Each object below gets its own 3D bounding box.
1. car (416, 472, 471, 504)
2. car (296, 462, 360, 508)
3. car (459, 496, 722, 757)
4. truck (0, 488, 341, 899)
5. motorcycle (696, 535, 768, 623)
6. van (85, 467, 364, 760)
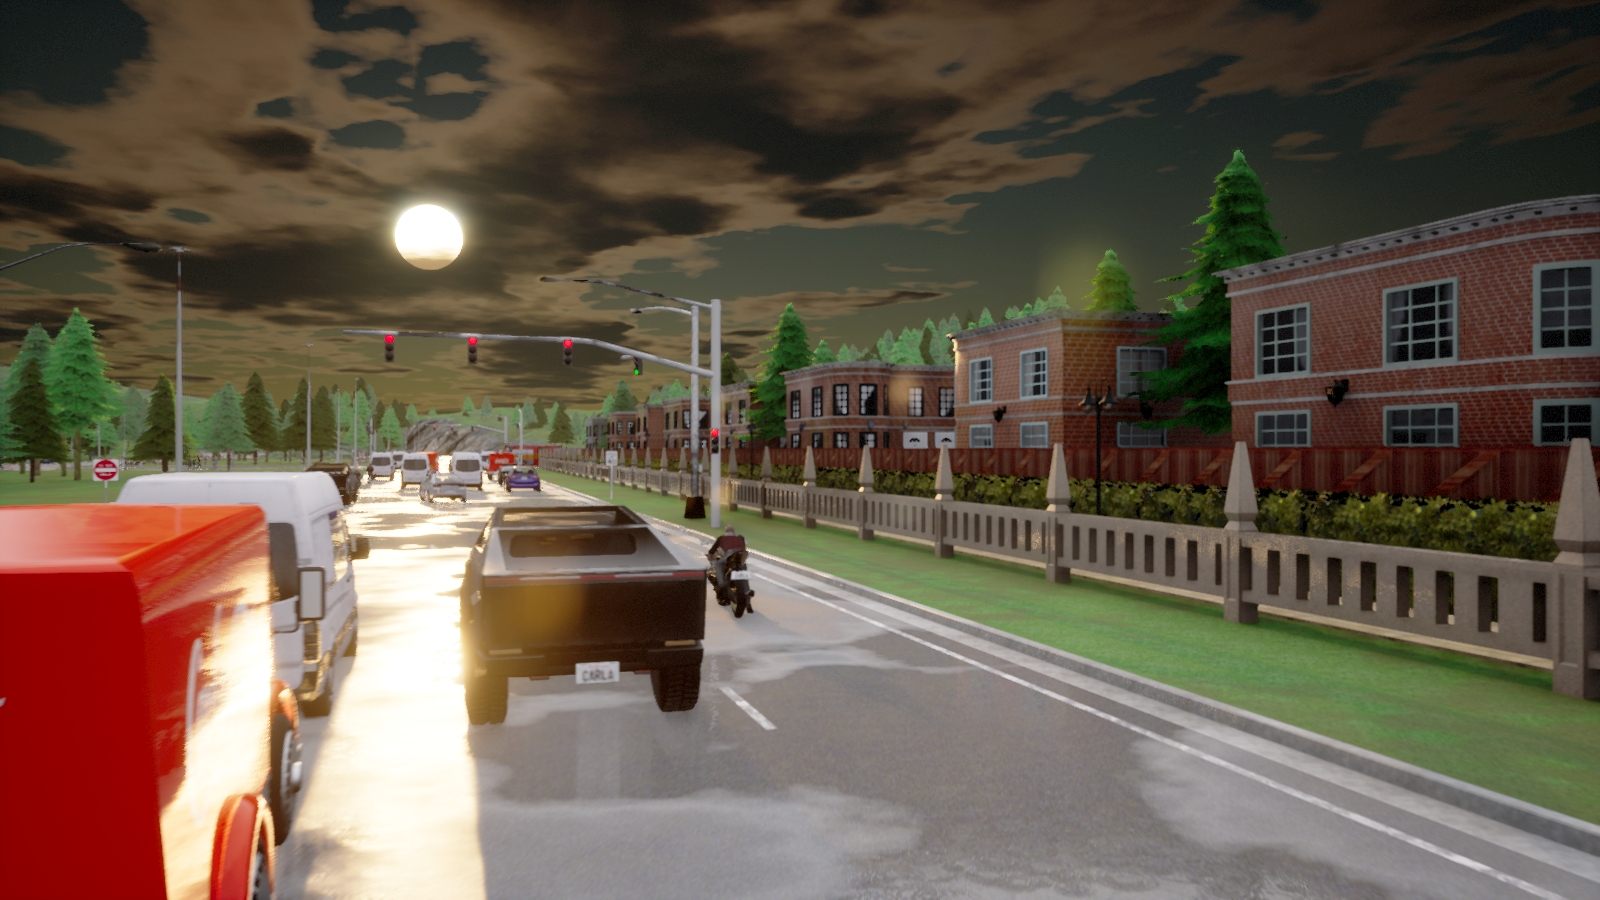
[{"bbox_3d":[-19.092,1.999,61.041,2.097,1.535,5.006,0,0,-26],"label":"car"},{"bbox_3d":[-23.772,1.720,57.778,2.390,2.098,6.274,0,0,-17],"label":"car"},{"bbox_3d":[-2.826,1.746,13.756,2.390,2.098,6.274,0,0,-17],"label":"car"},{"bbox_3d":[-4.218,1.571,6.425,2.627,2.467,5.204,0,1,-17],"label":"truck"},{"bbox_3d":[-1.214,2.193,19.833,0.867,1.251,2.209,0,0,-13],"label":"motorcycle"},{"bbox_3d":[-6.402,1.526,13.460,1.988,2.561,5.915,0,0,-17],"label":"van"}]
